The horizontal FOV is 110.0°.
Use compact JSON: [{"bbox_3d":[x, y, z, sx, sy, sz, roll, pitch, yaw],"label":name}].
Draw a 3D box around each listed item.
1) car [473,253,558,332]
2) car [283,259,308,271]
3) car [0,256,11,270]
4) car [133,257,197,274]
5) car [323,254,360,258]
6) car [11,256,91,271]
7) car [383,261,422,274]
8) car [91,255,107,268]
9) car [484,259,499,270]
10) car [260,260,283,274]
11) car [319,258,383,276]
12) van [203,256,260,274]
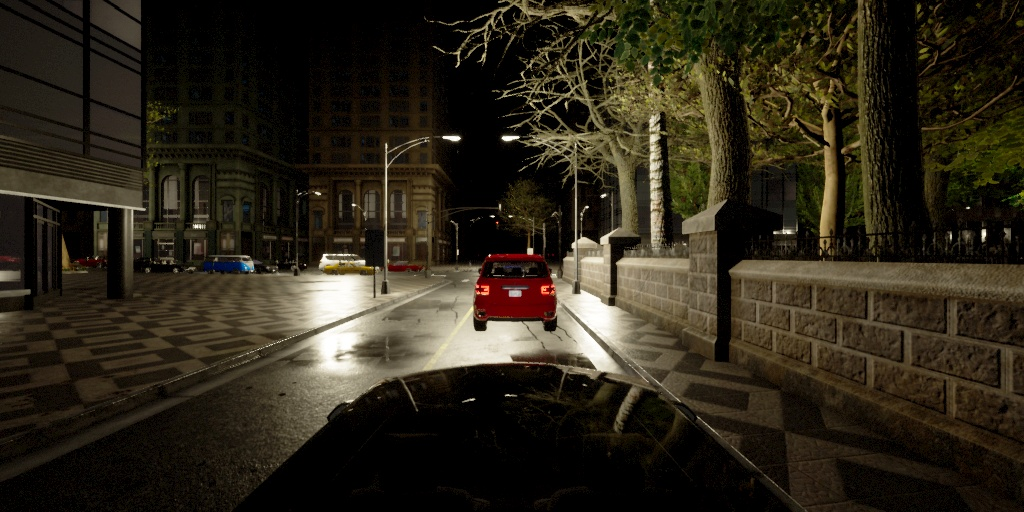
[{"bbox_3d":[0.099,0.971,11.067,2.150,2.045,5.566,0,0,0],"label":"car"},{"bbox_3d":[-26.312,1.065,41.972,4.313,1.339,1.948,0,0,0],"label":"car"},{"bbox_3d":[-48.827,0.742,33.577,4.403,1.370,2.007,0,0,0],"label":"car"},{"bbox_3d":[-31.970,0.980,33.479,4.403,1.370,2.007,0,0,0],"label":"car"},{"bbox_3d":[-16.372,0.830,36.053,5.566,2.045,2.150,1,0,1],"label":"car"},{"bbox_3d":[-43.040,0.799,33.544,4.829,1.417,1.751,0,0,0],"label":"car"},{"bbox_3d":[-12.406,1.246,39.226,4.718,1.301,1.895,1,0,0],"label":"car"},{"bbox_3d":[-48.784,0.630,42.103,4.097,1.591,1.967,0,0,0],"label":"car"},{"bbox_3d":[-3.119,1.221,54.058,2.033,1.411,5.357,0,0,-4],"label":"car"},{"bbox_3d":[-26.606,1.043,36.114,5.357,1.411,2.033,1,0,1],"label":"car"},{"bbox_3d":[-14.941,1.146,33.380,4.829,1.417,1.751,0,0,0],"label":"car"},{"bbox_3d":[-26.352,0.840,33.446,3.998,1.789,1.690,0,0,0],"label":"van"}]
